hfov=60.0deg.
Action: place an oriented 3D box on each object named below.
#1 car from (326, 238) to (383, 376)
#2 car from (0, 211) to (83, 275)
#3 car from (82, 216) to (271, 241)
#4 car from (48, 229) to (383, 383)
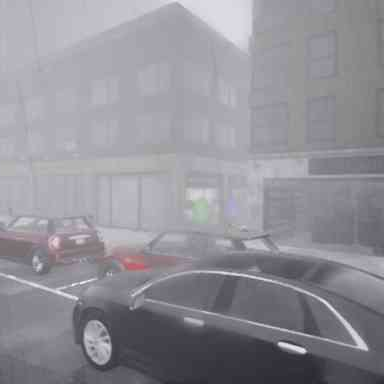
[{"bbox_3d":[4.263,1.551,3.719,4.829,1.417,1.752,1,0,36],"label":"car"},{"bbox_3d":[-4.579,1.316,10.051,4.097,1.590,1.967,1,0,36],"label":"car"},{"bbox_3d":[-0.088,1.392,6.835,4.097,1.590,1.967,1,0,36],"label":"car"},{"bbox_3d":[0.551,1.485,3.967,4.892,1.490,1.837,1,1,36],"label":"car"}]
